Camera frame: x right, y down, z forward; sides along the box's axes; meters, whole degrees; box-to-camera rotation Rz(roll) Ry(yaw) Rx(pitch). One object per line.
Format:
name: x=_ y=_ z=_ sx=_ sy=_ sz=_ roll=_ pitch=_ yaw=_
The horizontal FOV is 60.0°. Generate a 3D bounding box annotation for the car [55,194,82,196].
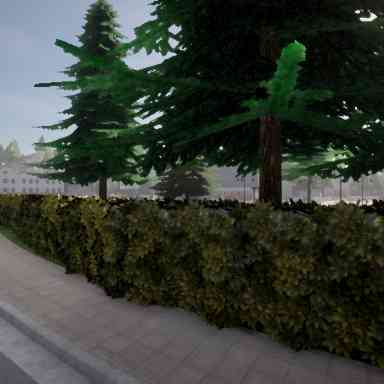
car: x=-23.862 y=1.320 z=64.033 sx=3.633 sy=1.501 sz=1.845 roll=0 pitch=0 yaw=-36

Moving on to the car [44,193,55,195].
car: x=-29.650 y=1.298 z=72.179 sx=4.514 sy=1.523 sz=2.007 roll=0 pitch=0 yaw=-36

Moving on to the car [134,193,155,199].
car: x=-7.941 y=1.384 z=60.690 sx=3.806 sy=1.475 sz=1.970 roll=0 pitch=0 yaw=-36

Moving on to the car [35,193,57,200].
car: x=-36.329 y=1.097 z=82.718 sx=4.605 sy=1.855 sz=1.932 roll=0 pitch=0 yaw=-36

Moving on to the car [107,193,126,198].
car: x=-20.372 y=1.154 z=90.295 sx=5.027 sy=1.636 sz=2.152 roll=0 pitch=0 yaw=-36

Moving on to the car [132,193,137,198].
car: x=-10.889 y=1.097 z=77.775 sx=4.605 sy=1.855 sz=1.932 roll=0 pitch=0 yaw=-36
